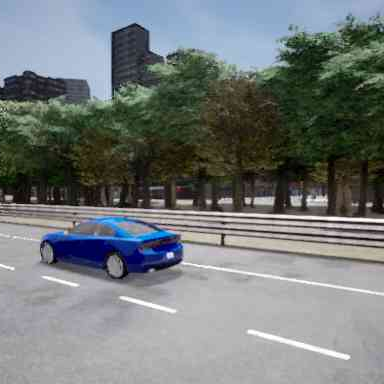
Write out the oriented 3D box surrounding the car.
[{"bbox_3d":[-2.578,1.499,10.014,5.008,1.535,1.882,0,0,36],"label":"car"}]
